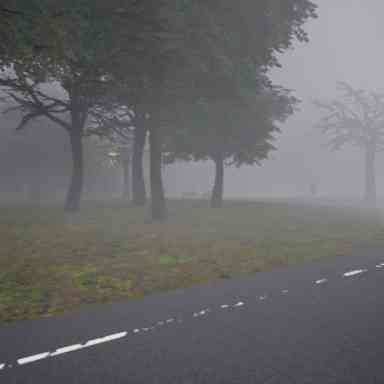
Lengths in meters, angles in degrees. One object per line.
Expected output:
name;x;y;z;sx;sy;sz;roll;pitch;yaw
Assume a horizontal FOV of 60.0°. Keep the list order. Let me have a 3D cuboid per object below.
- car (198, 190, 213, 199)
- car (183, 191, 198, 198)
car;3.885;0.456;67.410;2.097;1.767;4.553;2;-1;-35
car;-0.197;0.431;72.980;2.128;1.511;4.902;2;-1;-36
